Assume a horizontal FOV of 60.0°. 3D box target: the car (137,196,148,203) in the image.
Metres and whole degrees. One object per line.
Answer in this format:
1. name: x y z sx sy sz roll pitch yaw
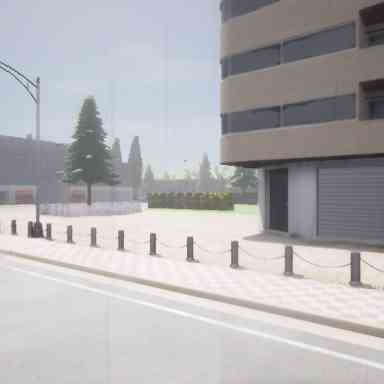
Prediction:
1. car: -9.104 1.512 68.590 1.882 1.535 5.008 0 0 36
